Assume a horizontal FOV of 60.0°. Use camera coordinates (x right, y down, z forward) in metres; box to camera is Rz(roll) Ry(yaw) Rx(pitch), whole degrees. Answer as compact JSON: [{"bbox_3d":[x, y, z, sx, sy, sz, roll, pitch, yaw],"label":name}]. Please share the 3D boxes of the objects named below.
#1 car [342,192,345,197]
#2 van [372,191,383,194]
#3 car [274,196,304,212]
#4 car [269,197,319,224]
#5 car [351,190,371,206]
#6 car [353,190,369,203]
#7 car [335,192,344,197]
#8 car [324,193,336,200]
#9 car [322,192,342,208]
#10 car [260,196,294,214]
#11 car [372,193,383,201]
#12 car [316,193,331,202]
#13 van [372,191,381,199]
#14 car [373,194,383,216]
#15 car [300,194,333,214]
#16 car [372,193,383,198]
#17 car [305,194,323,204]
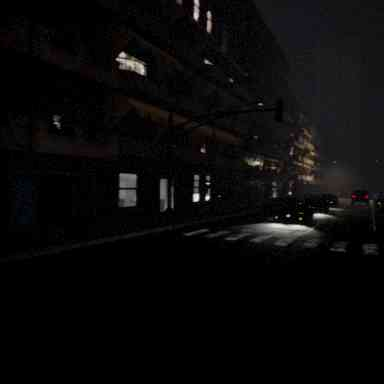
[{"bbox_3d":[35.645,0.690,81.410,2.008,1.369,4.403,1,1,28],"label":"car"},{"bbox_3d":[30.005,0.916,53.080,1.690,1.788,3.998,1,1,28],"label":"van"},{"bbox_3d":[9.588,1.095,32.659,1.947,1.339,4.313,1,1,28],"label":"car"},{"bbox_3d":[6.806,1.250,21.935,1.994,1.385,4.181,2,1,29],"label":"car"},{"bbox_3d":[23.206,0.786,45.820,2.150,2.045,5.566,2,1,28],"label":"car"},{"bbox_3d":[28.113,0.711,55.215,2.150,2.045,5.566,2,1,28],"label":"car"},{"bbox_3d":[38.250,0.684,86.286,1.802,1.307,4.206,1,1,28],"label":"car"},{"bbox_3d":[27.828,0.834,66.786,1.802,1.307,4.206,1,1,28],"label":"car"},{"bbox_3d":[16.396,1.041,39.814,1.837,1.490,4.892,2,1,29],"label":"car"},{"bbox_3d":[6.983,1.121,27.784,2.008,1.369,4.403,1,1,28],"label":"car"},{"bbox_3d":[37.820,1.005,67.709,1.887,1.381,4.507,1,1,28],"label":"car"},{"bbox_3d":[22.537,0.855,56.885,1.752,1.417,4.829,1,1,28],"label":"car"},{"bbox_3d":[45.639,0.690,82.331,1.690,1.788,3.998,1,1,28],"label":"van"},{"bbox_3d":[16.976,1.216,28.706,1.967,1.590,4.097,1,1,28],"label":"car"},{"bbox_3d":[11.500,1.176,30.708,1.994,1.385,4.181,2,1,28],"label":"car"},{"bbox_3d":[24.792,1.205,43.333,2.008,1.369,4.403,1,1,28],"label":"car"},{"bbox_3d":[17.405,0.990,47.286,1.802,1.307,4.206,1,1,28],"label":"car"}]
